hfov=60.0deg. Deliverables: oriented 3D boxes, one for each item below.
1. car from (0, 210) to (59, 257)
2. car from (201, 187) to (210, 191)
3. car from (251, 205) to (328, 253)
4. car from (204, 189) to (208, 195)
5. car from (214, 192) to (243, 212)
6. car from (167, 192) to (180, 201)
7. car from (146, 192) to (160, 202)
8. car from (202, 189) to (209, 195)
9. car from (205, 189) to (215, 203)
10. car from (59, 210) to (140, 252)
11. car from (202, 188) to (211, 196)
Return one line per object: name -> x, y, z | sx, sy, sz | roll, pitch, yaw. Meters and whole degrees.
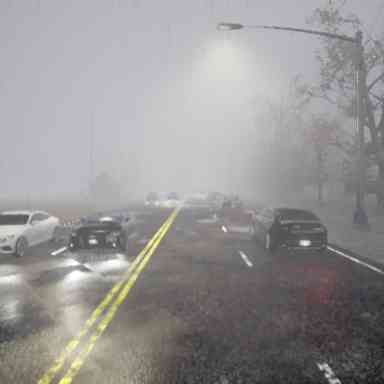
car -> -6.544, 1.431, 12.600 | 1.812, 1.442, 4.674 | -1, 1, 0
car -> 3.666, -0.132, 80.997 | 2.150, 2.045, 5.566 | 0, 0, 0
car -> 3.430, 1.255, 12.470 | 1.837, 1.490, 4.892 | 0, 1, 0
car -> 3.559, 0.622, 59.009 | 1.895, 1.301, 4.718 | 0, 1, 0
car -> 3.504, 0.996, 30.586 | 2.128, 1.511, 4.902 | -1, 1, 0
car -> -3.040, 0.694, 54.311 | 1.882, 1.535, 5.008 | -1, 1, 1
car -> -6.290, 0.740, 53.915 | 1.882, 1.535, 5.008 | -1, 1, 1
car -> 3.776, -0.027, 91.935 | 1.812, 1.442, 4.674 | -1, 1, 1
car -> 3.489, 0.720, 48.014 | 2.163, 1.488, 4.792 | -1, 0, 0
car -> -3.292, 1.424, 13.047 | 1.994, 1.385, 4.181 | -1, 1, 0
car -> 3.609, 0.441, 70.004 | 1.895, 1.301, 4.718 | 0, 1, 0
